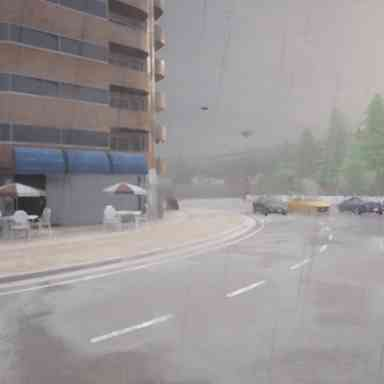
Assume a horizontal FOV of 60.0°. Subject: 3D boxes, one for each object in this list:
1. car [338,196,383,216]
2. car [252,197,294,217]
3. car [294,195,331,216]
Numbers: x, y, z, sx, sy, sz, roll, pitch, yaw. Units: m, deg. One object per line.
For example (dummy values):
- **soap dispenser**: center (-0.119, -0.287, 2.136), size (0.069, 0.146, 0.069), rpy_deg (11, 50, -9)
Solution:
- **car**: center (13.447, 1.079, 26.666), size (1.812, 1.442, 4.674), rpy_deg (-1, 1, -1)
- **car**: center (6.341, 1.159, 27.344), size (1.837, 1.490, 4.892), rpy_deg (0, 0, -6)
- **car**: center (9.756, 1.074, 27.930), size (1.882, 1.535, 5.008), rpy_deg (0, 0, -7)
